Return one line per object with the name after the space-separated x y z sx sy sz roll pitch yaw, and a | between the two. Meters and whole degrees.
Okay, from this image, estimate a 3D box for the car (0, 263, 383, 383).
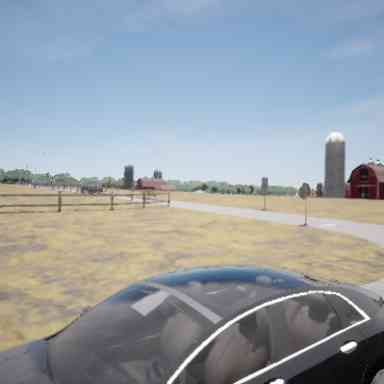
0.084 1.542 3.004 4.892 1.490 1.837 1 0 -35 | car

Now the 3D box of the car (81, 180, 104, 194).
-15.643 -0.811 52.016 2.150 2.045 5.566 2 1 -36 | car
